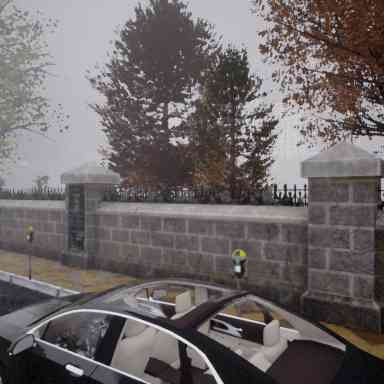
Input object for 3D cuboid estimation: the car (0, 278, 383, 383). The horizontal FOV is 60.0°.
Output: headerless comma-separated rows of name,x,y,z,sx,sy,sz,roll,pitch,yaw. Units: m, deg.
car,-0.420,1.551,3.176,4.403,1.369,2.008,0,0,35
